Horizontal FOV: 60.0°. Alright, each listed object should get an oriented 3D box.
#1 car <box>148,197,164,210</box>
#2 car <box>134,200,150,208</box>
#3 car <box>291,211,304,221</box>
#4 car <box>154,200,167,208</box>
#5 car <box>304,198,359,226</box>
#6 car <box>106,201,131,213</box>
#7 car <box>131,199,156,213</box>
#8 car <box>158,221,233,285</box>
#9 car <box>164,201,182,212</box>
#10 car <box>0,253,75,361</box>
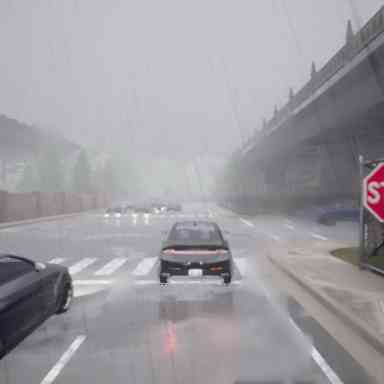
[{"bbox_3d":[-6.224,1.857,54.217,2.150,2.045,5.566,0,-1,1],"label":"car"},{"bbox_3d":[-9.521,2.293,63.649,2.033,1.411,5.357,0,-1,1],"label":"car"},{"bbox_3d":[11.595,1.891,29.275,5.357,1.411,2.033,0,-1,1],"label":"car"},{"bbox_3d":[-6.007,2.316,64.185,1.994,1.385,4.181,0,-1,2],"label":"car"},{"bbox_3d":[12.063,1.525,25.778,5.566,2.045,2.150,0,-1,0],"label":"car"},{"bbox_3d":[-9.897,2.021,44.048,1.837,1.490,4.892,0,-1,1],"label":"car"},{"bbox_3d":[-6.391,2.025,44.361,1.837,1.490,4.892,0,-1,1],"label":"car"},{"bbox_3d":[0.095,1.608,9.857,2.128,1.511,4.902,0,-1,0],"label":"car"},{"bbox_3d":[-2.623,2.143,49.381,1.994,1.385,4.181,0,-1,1],"label":"car"},{"bbox_3d":[-3.400,1.626,5.185,1.994,1.385,4.181,0,-1,0],"label":"car"}]
